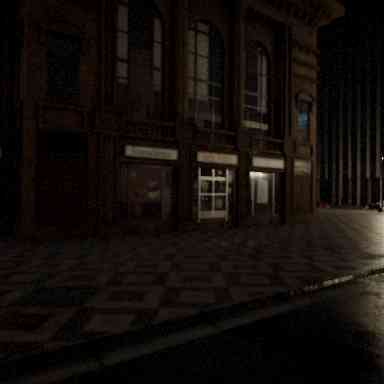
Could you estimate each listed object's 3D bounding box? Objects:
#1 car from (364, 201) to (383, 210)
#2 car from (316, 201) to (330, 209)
[{"bbox_3d":[29.465,2.115,52.482,1.947,1.339,4.313,1,0,-36],"label":"car"},{"bbox_3d":[19.241,2.002,51.995,1.887,1.381,4.507,1,0,-36],"label":"car"}]
